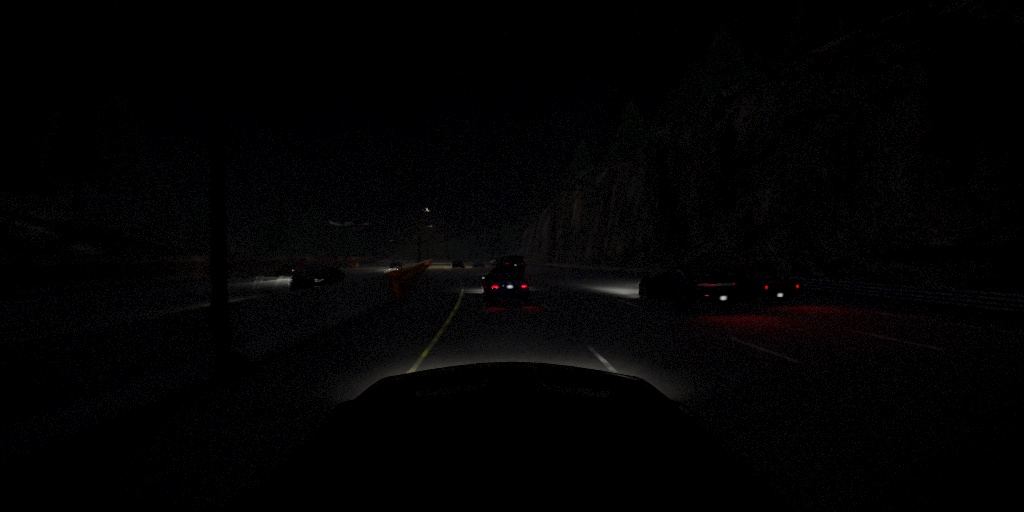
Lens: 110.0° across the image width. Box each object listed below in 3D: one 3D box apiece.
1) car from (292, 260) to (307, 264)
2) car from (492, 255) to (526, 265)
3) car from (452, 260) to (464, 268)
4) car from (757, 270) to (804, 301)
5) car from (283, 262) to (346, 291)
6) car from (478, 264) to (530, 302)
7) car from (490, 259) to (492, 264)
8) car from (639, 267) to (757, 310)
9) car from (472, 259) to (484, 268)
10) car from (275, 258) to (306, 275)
[{"bbox_3d":[-22.921,1.503,41.354,2.128,1.511,4.902,-1,0,-12],"label":"car"},{"bbox_3d":[-0.231,0.973,36.788,2.150,2.045,5.566,0,0,-12],"label":"car"},{"bbox_3d":[-9.583,1.383,63.442,1.812,1.442,4.674,-1,0,-12],"label":"car"},{"bbox_3d":[10.221,1.233,16.151,1.895,1.301,4.718,-1,0,-5],"label":"car"},{"bbox_3d":[-12.151,1.366,22.735,1.882,1.535,5.008,0,0,-8],"label":"car"},{"bbox_3d":[-0.383,1.301,17.040,2.033,1.411,5.357,-1,0,-7],"label":"car"},{"bbox_3d":[-2.575,0.999,63.959,2.150,2.045,5.566,-1,0,-12],"label":"car"},{"bbox_3d":[6.747,1.164,14.188,2.128,1.511,4.902,0,0,-5],"label":"car"},{"bbox_3d":[-6.058,1.343,63.768,1.812,1.442,4.674,-1,0,-12],"label":"car"},{"bbox_3d":[-27.164,1.280,44.469,2.150,2.045,5.566,-1,0,-12],"label":"car"}]
